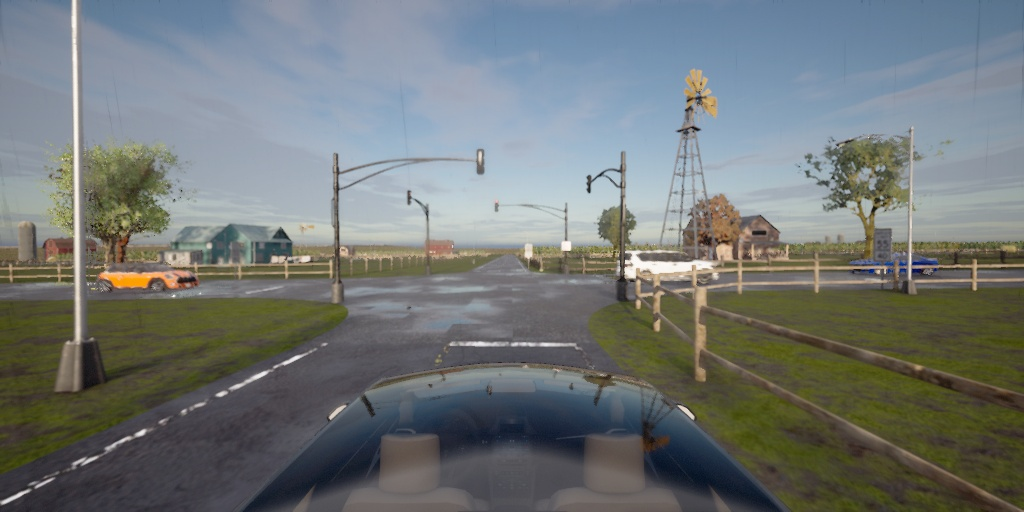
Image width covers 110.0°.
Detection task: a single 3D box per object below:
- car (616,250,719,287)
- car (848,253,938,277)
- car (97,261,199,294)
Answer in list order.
[{"bbox_3d":[9.021,0.665,21.131,5.566,2.045,2.150,-1,2,0],"label":"car"},{"bbox_3d":[26.125,0.566,24.703,5.008,1.535,1.882,-1,2,0],"label":"car"},{"bbox_3d":[-21.389,1.183,21.191,4.553,1.767,2.097,-1,2,0],"label":"car"}]
